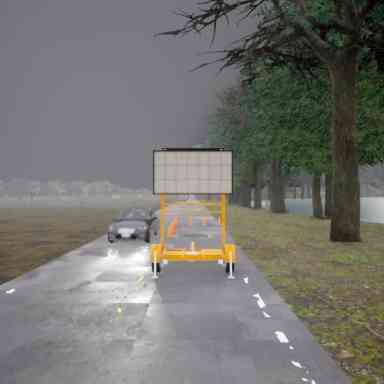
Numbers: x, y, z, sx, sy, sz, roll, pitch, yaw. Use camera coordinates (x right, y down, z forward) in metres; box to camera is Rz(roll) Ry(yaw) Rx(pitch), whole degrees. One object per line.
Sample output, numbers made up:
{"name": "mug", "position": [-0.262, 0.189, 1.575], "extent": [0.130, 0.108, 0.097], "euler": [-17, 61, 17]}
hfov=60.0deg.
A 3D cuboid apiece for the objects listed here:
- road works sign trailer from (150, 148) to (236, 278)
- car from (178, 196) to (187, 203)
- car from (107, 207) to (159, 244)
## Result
{"name": "road works sign trailer", "position": [0.031, 0.475, 10.113], "extent": [2.380, 3.560, 2.880], "euler": [0, 0, 0]}
{"name": "car", "position": [-2.471, 1.854, 87.165], "extent": [2.097, 1.767, 4.553], "euler": [0, 0, 0]}
{"name": "car", "position": [-2.698, 1.516, 16.066], "extent": [2.128, 1.511, 4.902], "euler": [0, 0, 0]}
